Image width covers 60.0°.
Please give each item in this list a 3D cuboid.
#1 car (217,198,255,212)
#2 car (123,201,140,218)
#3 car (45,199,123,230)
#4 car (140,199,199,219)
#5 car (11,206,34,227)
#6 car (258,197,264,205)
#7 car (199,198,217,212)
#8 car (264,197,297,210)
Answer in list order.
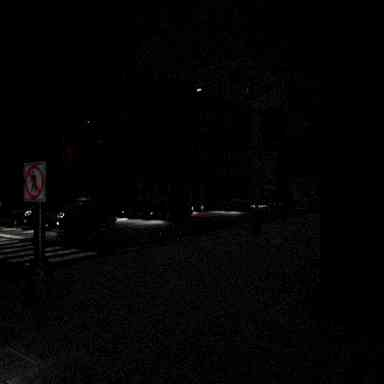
[{"bbox_3d":[5.143,1.383,37.651,1.812,1.442,4.674,0,0,35],"label":"car"},{"bbox_3d":[-4.644,1.480,29.471,1.994,1.385,4.181,0,0,35],"label":"car"},{"bbox_3d":[-6.910,1.297,20.632,2.097,1.767,4.553,0,0,35],"label":"car"},{"bbox_3d":[-1.775,1.413,27.888,1.837,1.490,4.892,0,0,35],"label":"car"},{"bbox_3d":[-9.634,1.304,22.411,2.097,1.767,4.553,0,0,35],"label":"car"},{"bbox_3d":[11.123,1.408,51.572,1.994,1.385,4.181,0,0,35],"label":"car"},{"bbox_3d":[1.400,1.419,38.002,2.033,1.411,5.357,0,0,36],"label":"car"},{"bbox_3d":[10.913,1.376,39.849,2.033,1.411,5.357,0,0,35],"label":"car"}]
